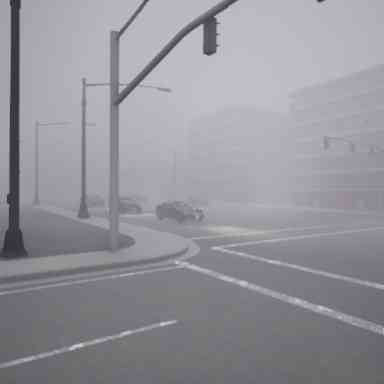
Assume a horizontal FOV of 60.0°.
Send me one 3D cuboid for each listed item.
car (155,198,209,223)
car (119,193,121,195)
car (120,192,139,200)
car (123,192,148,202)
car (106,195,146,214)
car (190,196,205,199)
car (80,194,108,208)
[{"bbox_3d":[-0.994,1.426,24.870,2.128,1.511,4.902,0,1,-34],"label":"car"},{"bbox_3d":[-15.059,0.833,64.212,1.837,1.490,4.892,0,0,-34],"label":"car"},{"bbox_3d":[-12.638,0.826,67.021,2.128,1.511,4.902,0,0,-34],"label":"car"},{"bbox_3d":[-9.173,0.968,55.606,1.882,1.535,5.008,0,1,-34],"label":"car"},{"bbox_3d":[-6.724,1.311,33.252,1.812,1.442,4.674,0,1,-34],"label":"car"},{"bbox_3d":[0.580,1.283,47.723,1.994,1.385,4.181,0,1,-34],"label":"car"},{"bbox_3d":[-12.521,1.083,41.744,1.882,1.535,5.008,0,1,-34],"label":"car"}]
